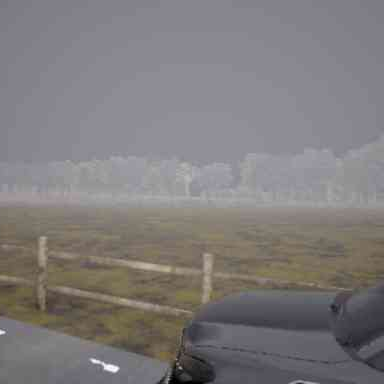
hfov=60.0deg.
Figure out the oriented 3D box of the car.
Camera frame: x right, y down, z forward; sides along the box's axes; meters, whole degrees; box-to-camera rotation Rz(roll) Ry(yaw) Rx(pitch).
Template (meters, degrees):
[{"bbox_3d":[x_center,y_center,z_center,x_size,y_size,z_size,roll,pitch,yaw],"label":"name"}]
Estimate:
[{"bbox_3d":[2.429,1.364,2.127,5.566,2.045,2.150,1,-2,27],"label":"car"}]
